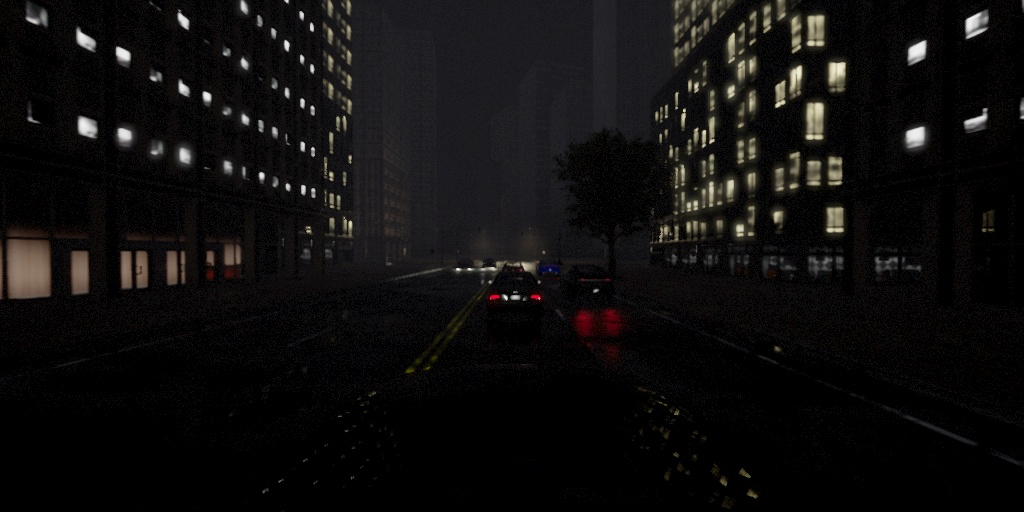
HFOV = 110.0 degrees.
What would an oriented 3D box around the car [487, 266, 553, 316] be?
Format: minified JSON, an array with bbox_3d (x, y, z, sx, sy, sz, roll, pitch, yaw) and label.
[{"bbox_3d":[0.099,1.243,12.960,2.033,1.411,5.357,0,0,0],"label":"car"}]

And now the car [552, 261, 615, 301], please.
[{"bbox_3d":[3.349,1.168,16.716,2.128,1.511,4.902,0,0,0],"label":"car"}]

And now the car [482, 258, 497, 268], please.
[{"bbox_3d":[-3.263,0.979,51.918,1.837,1.490,4.892,0,0,0],"label":"car"}]

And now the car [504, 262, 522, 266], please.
[{"bbox_3d":[0.101,1.199,31.167,1.895,1.301,4.718,0,0,0],"label":"car"}]

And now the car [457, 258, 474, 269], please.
[{"bbox_3d":[-6.525,0.956,50.879,1.882,1.535,5.008,0,0,1],"label":"car"}]

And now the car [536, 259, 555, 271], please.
[{"bbox_3d":[3.351,1.061,33.846,1.882,1.535,5.008,0,0,0],"label":"car"}]
